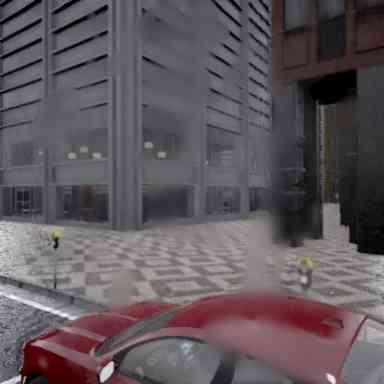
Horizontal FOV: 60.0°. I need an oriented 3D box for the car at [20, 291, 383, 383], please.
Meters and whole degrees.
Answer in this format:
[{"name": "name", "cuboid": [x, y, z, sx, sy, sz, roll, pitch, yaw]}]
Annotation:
[{"name": "car", "cuboid": [0.361, 1.553, 2.703, 4.507, 1.381, 1.887, 0, 0, 35]}]
